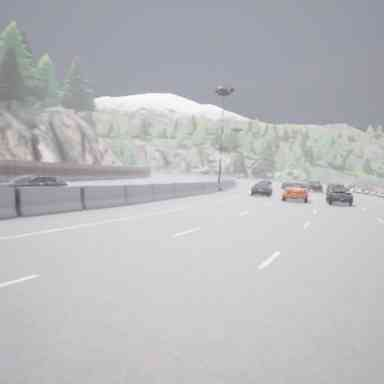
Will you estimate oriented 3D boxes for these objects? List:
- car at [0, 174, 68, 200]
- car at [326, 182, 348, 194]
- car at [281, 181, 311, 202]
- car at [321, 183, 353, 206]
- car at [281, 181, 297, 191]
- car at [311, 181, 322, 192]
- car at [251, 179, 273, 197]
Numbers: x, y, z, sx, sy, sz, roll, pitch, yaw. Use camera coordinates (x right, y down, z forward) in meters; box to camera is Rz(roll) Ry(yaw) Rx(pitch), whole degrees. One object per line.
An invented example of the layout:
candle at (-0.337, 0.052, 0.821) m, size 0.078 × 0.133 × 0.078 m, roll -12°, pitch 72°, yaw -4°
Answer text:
car at (-9.827, -0.333, 20.411) m, size 1.837 × 1.490 × 4.892 m, roll 5°, pitch 4°, yaw 25°
car at (22.407, -0.641, 51.555) m, size 1.837 × 1.490 × 4.892 m, roll 4°, pitch 4°, yaw 10°
car at (9.565, -0.127, 30.553) m, size 2.097 × 1.767 × 4.553 m, roll 4°, pitch 4°, yaw 19°
car at (12.832, 0.279, 29.058) m, size 2.128 × 1.511 × 4.902 m, roll 4°, pitch 4°, yaw 18°
car at (15.478, -1.049, 53.254) m, size 1.994 × 1.385 × 4.181 m, roll 4°, pitch 4°, yaw 10°
car at (18.668, -0.964, 51.150) m, size 2.097 × 1.767 × 4.553 m, roll 3°, pitch 4°, yaw 10°
car at (7.540, -0.340, 35.619) m, size 1.994 × 1.385 × 4.181 m, roll 4°, pitch 4°, yaw 17°
